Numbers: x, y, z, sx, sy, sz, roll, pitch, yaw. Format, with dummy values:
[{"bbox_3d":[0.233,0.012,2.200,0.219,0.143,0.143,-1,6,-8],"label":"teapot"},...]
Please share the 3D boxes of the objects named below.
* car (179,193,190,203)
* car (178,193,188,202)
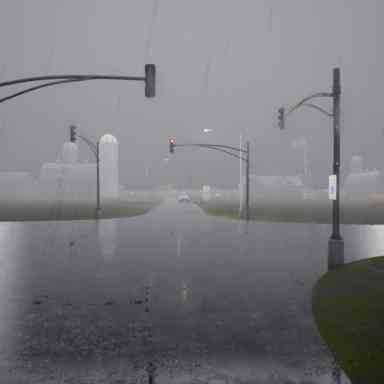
[{"bbox_3d":[-1.508,1.553,69.874,1.812,1.442,4.674,0,0,-3],"label":"car"},{"bbox_3d":[-2.091,1.189,79.909,2.150,2.045,5.566,0,0,-4],"label":"car"}]
